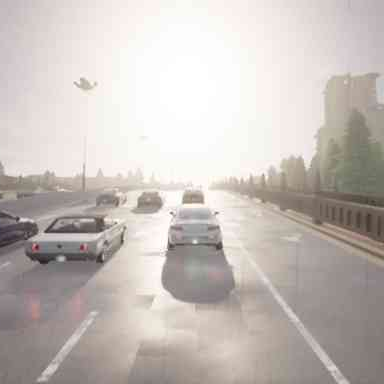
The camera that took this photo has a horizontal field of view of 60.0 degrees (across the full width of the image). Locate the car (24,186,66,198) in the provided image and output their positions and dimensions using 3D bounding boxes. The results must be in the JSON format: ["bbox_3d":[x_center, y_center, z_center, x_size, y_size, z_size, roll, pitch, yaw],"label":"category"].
[{"bbox_3d":[-14.093,0.186,32.924,2.128,1.511,4.902,0,3,0],"label":"car"}]

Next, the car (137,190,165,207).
[{"bbox_3d":[-3.399,0.486,28.140,1.994,1.385,4.181,0,3,0],"label":"car"}]

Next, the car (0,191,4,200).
[{"bbox_3d":[-21.092,0.214,33.871,1.994,1.385,4.181,0,3,0],"label":"car"}]

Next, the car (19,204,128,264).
[{"bbox_3d":[-3.399,1.342,10.843,1.895,1.301,4.718,0,3,0],"label":"car"}]

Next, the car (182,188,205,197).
[{"bbox_3d":[0.101,0.350,29.193,1.882,1.535,5.008,0,3,0],"label":"car"}]

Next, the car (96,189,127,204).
[{"bbox_3d":[-6.899,0.426,28.600,1.812,1.442,4.674,0,3,0],"label":"car"}]

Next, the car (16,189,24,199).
[{"bbox_3d":[-17.587,0.077,36.755,1.994,1.385,4.181,0,3,0],"label":"car"}]

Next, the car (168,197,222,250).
[{"bbox_3d":[0.086,1.185,12.631,1.812,1.442,4.674,0,3,0],"label":"car"}]

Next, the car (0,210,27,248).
[{"bbox_3d":[-6.899,1.261,10.967,1.812,1.442,4.674,0,3,0],"label":"car"}]
